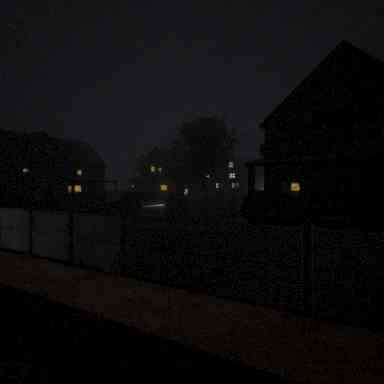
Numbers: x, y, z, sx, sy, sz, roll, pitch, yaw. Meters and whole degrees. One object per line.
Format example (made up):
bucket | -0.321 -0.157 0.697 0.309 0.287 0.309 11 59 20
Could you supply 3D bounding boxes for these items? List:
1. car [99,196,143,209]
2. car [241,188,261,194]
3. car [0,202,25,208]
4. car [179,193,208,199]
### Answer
car | -6.263 1.021 28.941 1.994 1.385 4.181 1 2 37
car | 9.156 0.126 50.303 1.882 1.535 5.008 1 2 36
car | -12.100 1.295 20.743 1.895 1.301 4.718 1 2 34
car | 0.174 0.761 37.929 1.994 1.385 4.181 1 2 36
